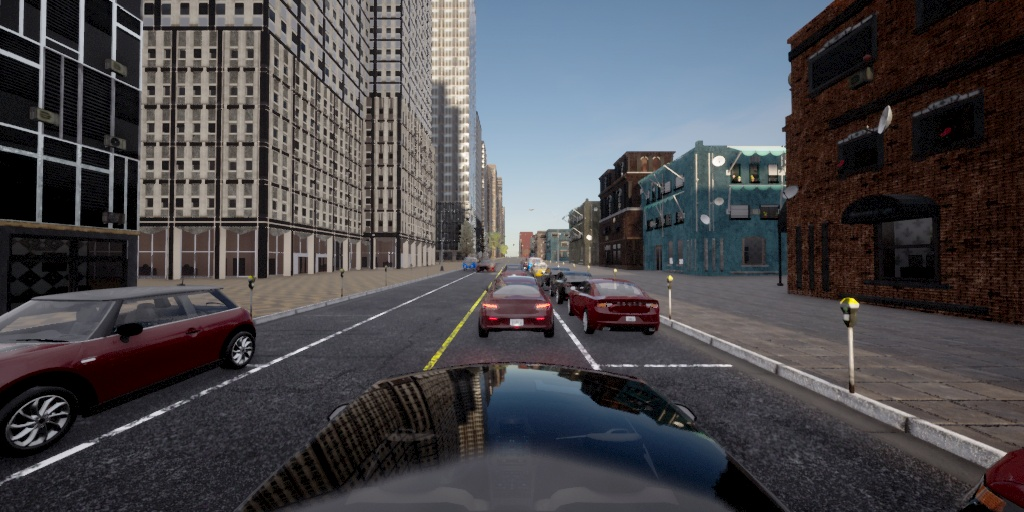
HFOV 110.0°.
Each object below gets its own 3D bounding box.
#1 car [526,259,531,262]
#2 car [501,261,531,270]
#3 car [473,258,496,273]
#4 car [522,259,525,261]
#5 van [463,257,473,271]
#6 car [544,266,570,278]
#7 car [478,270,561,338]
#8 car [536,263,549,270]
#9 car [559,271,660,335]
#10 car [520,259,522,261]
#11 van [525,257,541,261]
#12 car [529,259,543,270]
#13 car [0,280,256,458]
[{"bbox_3d":[2.728,1.298,37.457,2.007,1.370,4.403,0,0,0],"label":"car"},{"bbox_3d":[0.129,1.313,26.867,1.994,1.385,4.181,0,0,0],"label":"car"},{"bbox_3d":[-3.052,1.099,42.889,2.097,1.767,4.553,0,0,0],"label":"car"},{"bbox_3d":[2.739,1.184,48.413,1.967,1.591,4.097,0,0,0],"label":"car"},{"bbox_3d":[-5.641,1.085,48.418,1.690,1.789,3.998,0,0,0],"label":"van"},{"bbox_3d":[2.705,1.316,15.944,1.948,1.339,4.313,0,0,0],"label":"car"},{"bbox_3d":[0.106,1.277,10.111,1.812,1.442,4.674,0,0,0],"label":"car"},{"bbox_3d":[2.711,1.316,21.488,1.948,1.339,4.313,0,0,0],"label":"car"},{"bbox_3d":[2.700,1.296,10.398,1.888,1.381,4.507,0,0,0],"label":"car"},{"bbox_3d":[2.745,1.057,53.891,2.192,1.841,5.009,0,0,0],"label":"car"},{"bbox_3d":[2.734,1.087,42.935,1.690,1.789,3.998,0,0,0],"label":"van"},{"bbox_3d":[2.723,1.274,32.149,1.751,1.417,4.829,0,0,0],"label":"car"},{"bbox_3d":[-5.687,1.190,4.857,1.967,1.591,4.097,0,0,0],"label":"car"}]
